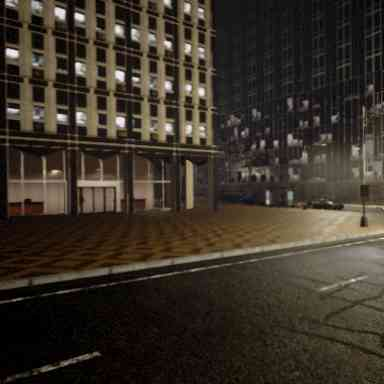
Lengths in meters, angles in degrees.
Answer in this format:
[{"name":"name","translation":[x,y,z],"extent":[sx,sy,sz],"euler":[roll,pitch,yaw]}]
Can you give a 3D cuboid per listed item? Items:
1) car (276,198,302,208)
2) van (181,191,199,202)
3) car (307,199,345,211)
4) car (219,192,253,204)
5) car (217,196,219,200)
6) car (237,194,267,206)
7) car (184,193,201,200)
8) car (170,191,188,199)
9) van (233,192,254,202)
[{"name":"car","translation":[12.217,1.440,43.187],"extent":[1.802,1.307,4.206],"euler":[0,1,-34]},{"name":"van","translation":[-0.517,0.991,62.015],"extent":[1.690,1.788,3.998],"euler":[0,1,-34]},{"name":"car","translation":[15.410,1.475,38.482],"extent":[1.947,1.339,4.313],"euler":[0,1,-34]},{"name":"car","translation":[7.223,1.180,55.305],"extent":[1.882,1.535,5.008],"euler":[-1,1,-34]},{"name":"car","translation":[6.402,1.109,66.745],"extent":[1.802,1.307,4.206],"euler":[0,1,-34]},{"name":"car","translation":[9.058,1.372,47.911],"extent":[1.947,1.339,4.313],"euler":[0,1,-34]},{"name":"car","translation":[-0.012,1.003,76.130],"extent":[1.802,1.307,4.206],"euler":[0,1,-34]},{"name":"car","translation":[-3.219,0.682,80.819],"extent":[2.192,1.841,5.009],"euler":[0,1,-34]},{"name":"van","translation":[9.608,0.921,62.049],"extent":[1.690,1.788,3.998],"euler":[0,1,-34]}]
